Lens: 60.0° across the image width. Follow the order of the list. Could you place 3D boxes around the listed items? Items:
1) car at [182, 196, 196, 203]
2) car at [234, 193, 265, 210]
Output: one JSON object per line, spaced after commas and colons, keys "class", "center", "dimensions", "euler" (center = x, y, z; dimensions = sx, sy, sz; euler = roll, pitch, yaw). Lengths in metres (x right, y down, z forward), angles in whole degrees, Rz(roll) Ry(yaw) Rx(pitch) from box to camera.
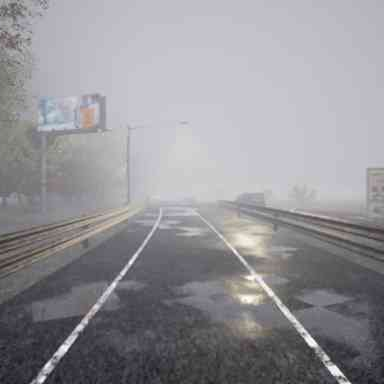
{"class": "car", "center": [-0.660, 1.552, 67.754], "dimensions": [1.895, 1.301, 4.718], "euler": [0, 0, -17]}
{"class": "car", "center": [7.169, 1.122, 41.958], "dimensions": [2.150, 2.045, 5.566], "euler": [0, 0, -17]}
